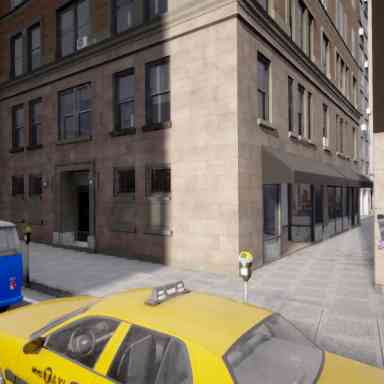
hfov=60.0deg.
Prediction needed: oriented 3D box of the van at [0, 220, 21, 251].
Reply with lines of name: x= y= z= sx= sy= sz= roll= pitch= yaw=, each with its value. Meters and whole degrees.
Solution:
van: x=-4.908 y=1.342 z=6.371 sx=3.998 sy=1.788 sz=1.690 roll=0 pitch=-1 yaw=36

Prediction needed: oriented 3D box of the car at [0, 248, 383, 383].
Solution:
car: x=-0.432 y=1.526 z=3.168 sx=4.829 sy=1.417 sz=1.752 roll=0 pitch=-1 yaw=36
